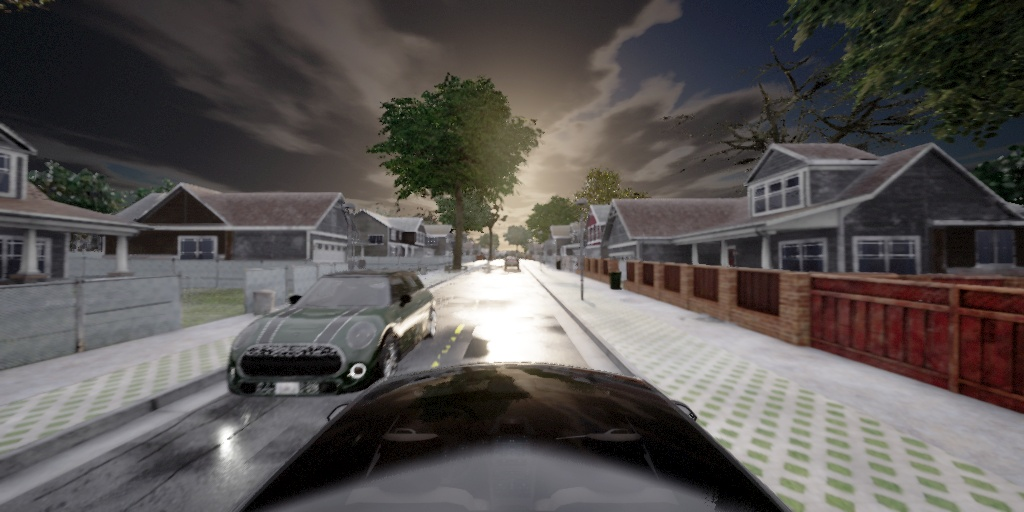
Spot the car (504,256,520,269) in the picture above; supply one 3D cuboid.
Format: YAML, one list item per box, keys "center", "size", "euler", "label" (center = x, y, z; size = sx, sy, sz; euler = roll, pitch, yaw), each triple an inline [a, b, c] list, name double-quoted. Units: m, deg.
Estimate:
- center: [0.004, 0.841, 44.477]
  size: [2.128, 1.511, 4.902]
  euler: [0, 0, 0]
  label: "car"

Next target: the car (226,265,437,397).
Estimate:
- center: [-2.858, 1.065, 6.790]
  size: [2.097, 1.767, 4.553]
  euler: [0, 1, 0]
  label: "car"
